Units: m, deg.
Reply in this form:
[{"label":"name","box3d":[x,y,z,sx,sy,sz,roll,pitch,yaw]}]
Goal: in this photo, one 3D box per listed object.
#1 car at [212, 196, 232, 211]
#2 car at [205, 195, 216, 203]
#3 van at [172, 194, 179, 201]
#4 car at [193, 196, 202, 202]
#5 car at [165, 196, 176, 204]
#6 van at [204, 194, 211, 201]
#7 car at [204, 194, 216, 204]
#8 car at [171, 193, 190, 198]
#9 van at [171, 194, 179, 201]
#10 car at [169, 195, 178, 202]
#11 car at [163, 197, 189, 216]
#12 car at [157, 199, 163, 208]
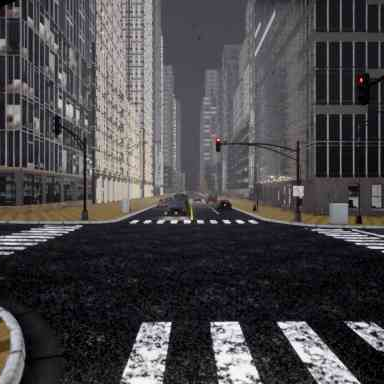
[{"label":"car","box3d":[3.935,1.579,41.744,1.947,1.339,4.313,0,0,0]},{"label":"car","box3d":[3.774,1.432,69.381,1.967,1.590,4.097,0,0,0]},{"label":"van","box3d":[-4.173,1.315,85.932,1.690,1.788,3.998,0,0,0]},{"label":"car","box3d":[1.207,1.529,72.857,2.033,1.411,5.357,0,0,0]},{"label":"car","box3d":[-4.084,1.564,63.821,1.947,1.339,4.313,0,0,0]},{"label":"van","box3d":[3.729,1.321,80.436,1.690,1.788,3.998,0,0,0]},{"label":"car","box3d":[3.797,1.313,63.853,2.192,1.841,5.009,0,0,0]},{"label":"car","box3d":[-1.540,1.231,45.496,2.150,2.045,5.566,0,0,0]},{"label":"van","box3d":[-4.151,1.321,80.404,1.690,1.788,3.998,0,0,0]},{"label":"car","box3d":[-4.128,1.426,74.877,1.967,1.590,4.097,0,0,0]},{"label":"car","box3d":[-1.498,1.564,33.511,2.033,1.411,5.357,0,0,-1]},{"label":"car","box3d":[-4.017,1.593,47.238,1.802,1.307,4.206,0,0,0]}]
